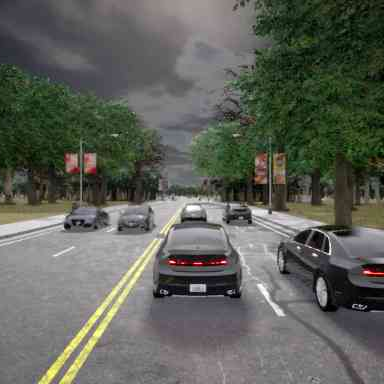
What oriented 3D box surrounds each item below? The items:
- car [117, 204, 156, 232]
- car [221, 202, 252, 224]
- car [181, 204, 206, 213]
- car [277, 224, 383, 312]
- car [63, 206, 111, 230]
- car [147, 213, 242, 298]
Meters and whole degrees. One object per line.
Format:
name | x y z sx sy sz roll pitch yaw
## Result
car | -3.324 1.542 20.556 1.837 1.490 4.892 0 0 0
car | 3.384 1.554 25.438 1.837 1.490 4.892 0 0 0
car | 0.133 1.614 25.878 1.994 1.385 4.181 0 0 0
car | 3.360 1.513 7.703 1.837 1.490 4.892 0 0 0
car | -6.575 1.603 21.178 1.994 1.385 4.181 0 0 0
car | 0.111 1.514 8.503 1.837 1.490 4.892 0 0 0
